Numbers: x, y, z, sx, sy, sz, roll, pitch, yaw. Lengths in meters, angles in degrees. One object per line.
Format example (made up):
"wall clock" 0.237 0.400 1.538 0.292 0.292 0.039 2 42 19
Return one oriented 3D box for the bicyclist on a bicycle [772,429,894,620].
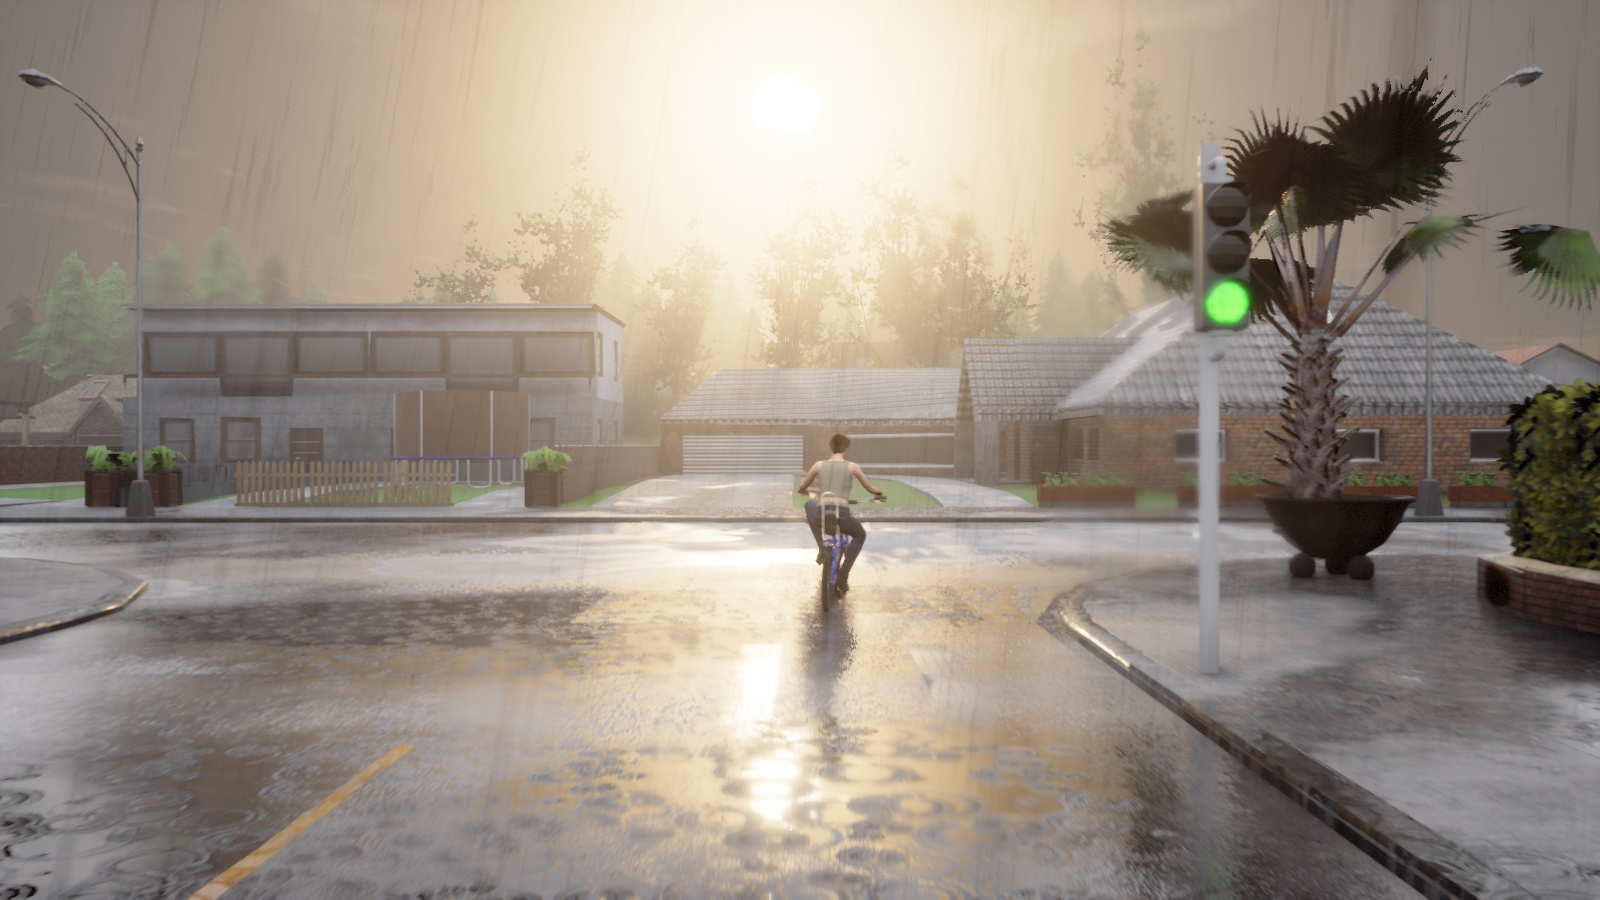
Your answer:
"bicyclist on a bicycle" 0.336 0.638 11.595 0.866 1.612 1.509 2 0 10
